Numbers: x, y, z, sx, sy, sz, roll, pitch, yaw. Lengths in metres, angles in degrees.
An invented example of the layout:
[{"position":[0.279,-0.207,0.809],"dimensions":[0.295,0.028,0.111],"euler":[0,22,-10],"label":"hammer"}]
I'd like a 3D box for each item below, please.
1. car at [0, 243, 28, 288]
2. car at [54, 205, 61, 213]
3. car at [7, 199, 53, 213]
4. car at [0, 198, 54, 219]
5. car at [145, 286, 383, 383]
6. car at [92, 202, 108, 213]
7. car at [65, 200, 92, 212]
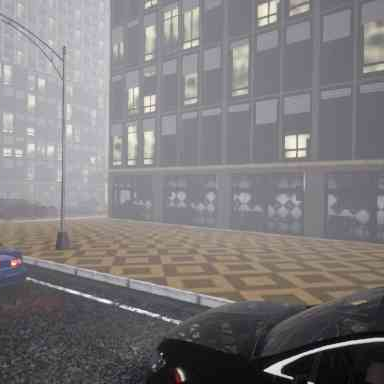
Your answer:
[{"position":[-6.115,1.543,8.065],"dimensions":[5.357,1.411,2.033],"euler":[0,0,36],"label":"car"},{"position":[-16.536,1.537,34.676],"dimensions":[2.097,1.767,4.553],"euler":[1,0,37],"label":"car"},{"position":[-19.548,1.642,40.353],"dimensions":[1.752,1.417,4.829],"euler":[1,0,37],"label":"car"},{"position":[-16.068,1.518,30.971],"dimensions":[2.192,1.841,5.009],"euler":[1,0,37],"label":"car"},{"position":[1.806,1.505,2.395],"dimensions":[4.892,1.490,1.837],"euler":[0,0,35],"label":"car"},{"position":[-9.253,1.829,40.169],"dimensions":[1.752,1.417,4.829],"euler":[1,0,37],"label":"car"},{"position":[-14.336,1.752,43.021],"dimensions":[2.033,1.411,5.357],"euler":[1,0,37],"label":"car"}]
